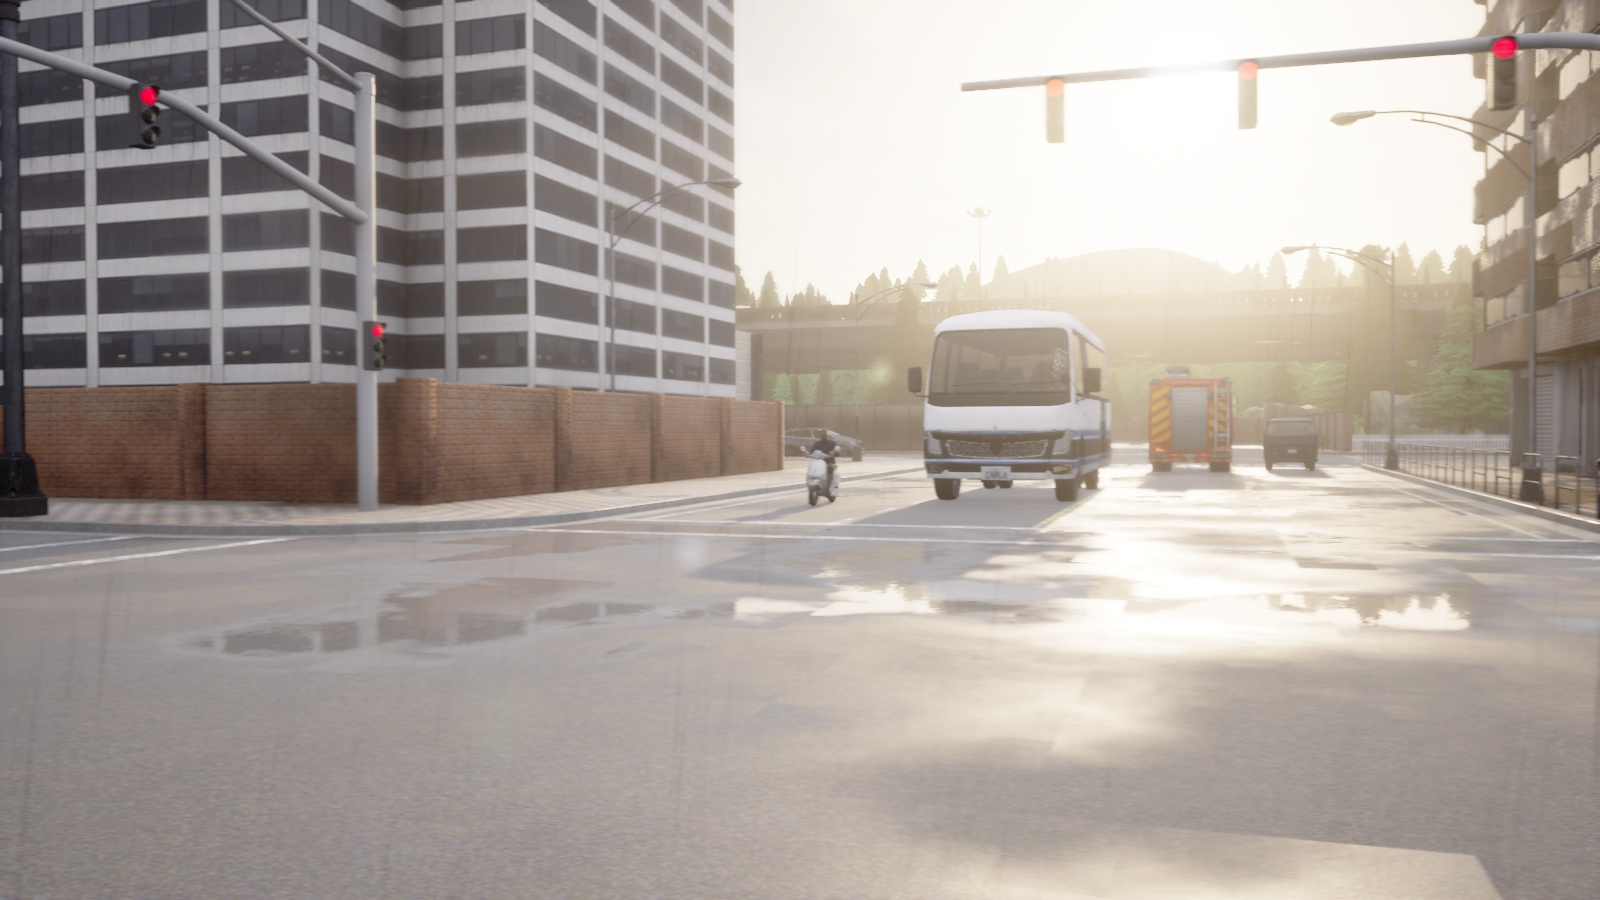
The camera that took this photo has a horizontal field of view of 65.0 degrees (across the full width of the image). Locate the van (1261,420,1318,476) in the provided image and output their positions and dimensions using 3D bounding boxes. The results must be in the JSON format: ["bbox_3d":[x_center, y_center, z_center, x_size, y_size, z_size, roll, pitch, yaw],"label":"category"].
[{"bbox_3d":[18.490,-0.113,47.583,1.775,1.987,4.442,1,1,18],"label":"van"}]

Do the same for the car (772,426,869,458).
[{"bbox_3d":[1.094,-0.438,66.022,4.611,1.667,2.242,1,1,18],"label":"car"}]

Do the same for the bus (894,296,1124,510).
[{"bbox_3d":[5.448,-1.016,30.406,3.944,4.253,10.273,1,1,18],"label":"bus"}]

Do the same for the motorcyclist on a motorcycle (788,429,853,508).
[{"bbox_3d":[0.458,0.357,26.500,0.866,1.590,1.817,1,1,18],"label":"motorcyclist on a motorcycle"}]

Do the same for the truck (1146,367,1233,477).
[{"bbox_3d":[14.982,-1.050,48.064,2.891,3.827,8.468,0,1,19],"label":"truck"}]
